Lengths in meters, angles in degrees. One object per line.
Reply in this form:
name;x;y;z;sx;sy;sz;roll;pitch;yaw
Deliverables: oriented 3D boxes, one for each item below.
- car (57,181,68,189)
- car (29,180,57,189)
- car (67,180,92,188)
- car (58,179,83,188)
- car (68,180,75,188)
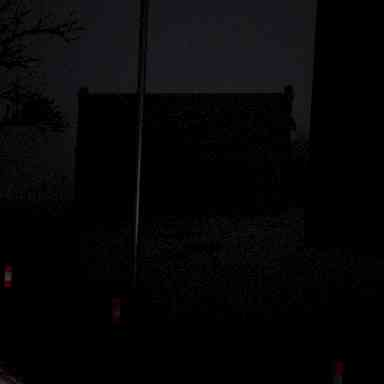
car;-27.687;-1.501;65.474;5.008;1.535;2.097;3;3;20
car;-28.602;-1.557;62.865;4.553;1.767;2.185;3;3;20
car;-24.826;-1.716;73.237;4.892;1.521;2.231;3;3;20
car;-25.741;-1.767;70.628;4.553;1.767;2.185;3;3;20
car;-26.728;-1.532;68.058;4.674;1.452;2.002;3;3;20
